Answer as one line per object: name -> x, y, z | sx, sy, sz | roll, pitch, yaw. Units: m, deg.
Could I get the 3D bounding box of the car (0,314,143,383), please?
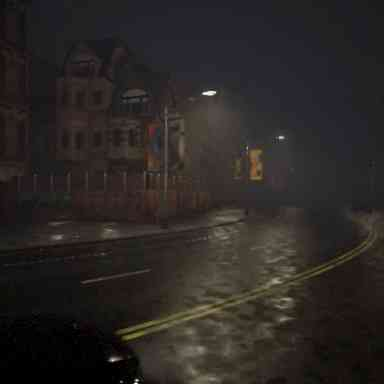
car -> -2.656, 1.513, 2.047 | 4.892, 1.490, 1.837 | 1, 0, -35

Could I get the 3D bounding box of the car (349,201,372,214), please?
car -> 20.060, 1.847, 39.700 | 1.837, 1.490, 4.892 | 0, 0, 18
